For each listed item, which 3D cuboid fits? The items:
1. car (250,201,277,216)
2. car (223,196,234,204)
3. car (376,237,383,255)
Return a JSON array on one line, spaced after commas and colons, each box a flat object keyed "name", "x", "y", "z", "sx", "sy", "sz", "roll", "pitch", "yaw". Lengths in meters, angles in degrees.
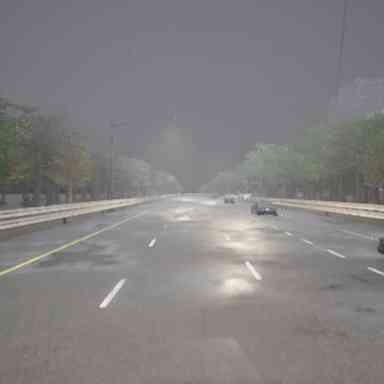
[{"name": "car", "x": 7.020, "y": 1.597, "z": 32.882, "sx": 1.994, "sy": 1.385, "sz": 4.181, "roll": 0, "pitch": 0, "yaw": 0}, {"name": "car", "x": 7.135, "y": 1.597, "z": 64.808, "sx": 1.812, "sy": 1.442, "sz": 4.674, "roll": 0, "pitch": 0, "yaw": 0}, {"name": "car", "x": 6.997, "y": 1.551, "z": 8.511, "sx": 2.033, "sy": 1.411, "sz": 5.357, "roll": 0, "pitch": 0, "yaw": 0}]
